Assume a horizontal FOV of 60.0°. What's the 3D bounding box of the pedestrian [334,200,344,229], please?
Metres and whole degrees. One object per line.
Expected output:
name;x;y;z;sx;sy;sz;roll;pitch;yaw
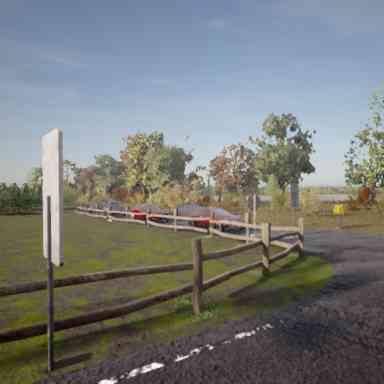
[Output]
pedestrian;9.266;1.396;21.093;0.375;1.860;0.375;-2;1;-35

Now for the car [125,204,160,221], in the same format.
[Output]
car;-3.821;1.825;29.537;1.882;1.535;5.008;-1;0;-34

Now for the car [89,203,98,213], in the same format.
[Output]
car;-13.279;2.157;46.316;1.994;1.385;4.181;-1;0;-22

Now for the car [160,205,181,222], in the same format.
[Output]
car;-0.375;1.842;29.615;2.033;1.411;5.357;-1;0;-35

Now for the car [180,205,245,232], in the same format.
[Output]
car;1.456;1.745;21.850;1.812;1.442;4.674;-1;0;-35

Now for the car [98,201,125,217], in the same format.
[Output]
car;-8.772;2.035;37.359;1.994;1.385;4.181;-1;0;-29
